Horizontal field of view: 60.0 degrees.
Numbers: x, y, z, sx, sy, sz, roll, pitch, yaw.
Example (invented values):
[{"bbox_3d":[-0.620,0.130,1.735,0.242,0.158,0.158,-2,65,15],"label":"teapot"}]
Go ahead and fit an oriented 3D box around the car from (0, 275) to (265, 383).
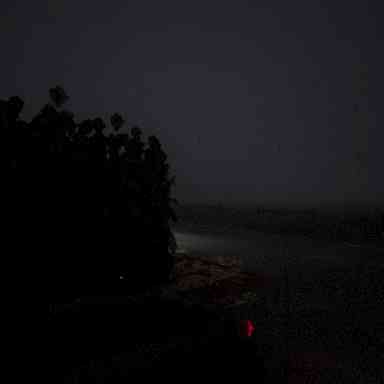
[{"bbox_3d":[-1.310,1.563,2.972,4.181,1.385,1.994,0,0,-36],"label":"car"}]
